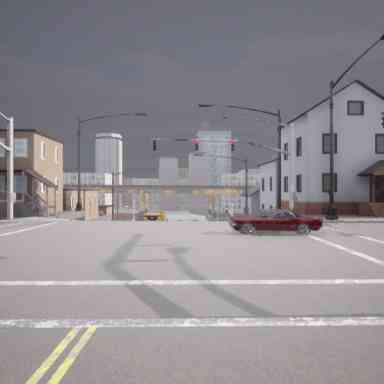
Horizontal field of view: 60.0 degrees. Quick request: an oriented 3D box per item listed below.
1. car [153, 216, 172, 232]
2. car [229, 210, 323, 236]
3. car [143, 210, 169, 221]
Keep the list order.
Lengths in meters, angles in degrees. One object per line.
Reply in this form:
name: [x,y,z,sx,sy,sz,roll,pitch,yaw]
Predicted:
car: [-3.790,4.235,43.744,2.128,1.511,4.902,0,-13,-1]
car: [4.368,1.597,17.891,4.718,1.301,1.895,1,0,-1]
car: [-3.680,2.536,33.521,1.882,1.535,5.008,0,-9,1]
